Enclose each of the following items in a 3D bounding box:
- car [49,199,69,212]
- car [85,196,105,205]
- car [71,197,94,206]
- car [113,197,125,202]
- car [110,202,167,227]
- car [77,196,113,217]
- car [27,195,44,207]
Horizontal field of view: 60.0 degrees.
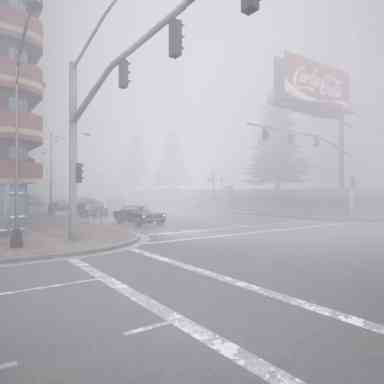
[{"bbox_3d":[-15.416,1.564,39.090,1.994,1.385,4.181,0,0,-36],"label":"car"},{"bbox_3d":[-17.671,1.526,60.424,1.812,1.442,4.674,0,0,-37],"label":"car"},{"bbox_3d":[-18.290,1.547,55.324,2.033,1.411,5.357,0,0,-36],"label":"car"},{"bbox_3d":[-12.320,1.505,53.046,1.837,1.490,4.892,0,0,-36],"label":"car"},{"bbox_3d":[-3.659,1.601,22.856,1.895,1.301,4.718,0,0,-36],"label":"car"},{"bbox_3d":[-9.475,1.352,30.886,2.097,1.767,4.553,0,0,-36],"label":"car"},{"bbox_3d":[-24.675,1.381,52.035,2.097,1.767,4.553,0,0,-36],"label":"car"}]
